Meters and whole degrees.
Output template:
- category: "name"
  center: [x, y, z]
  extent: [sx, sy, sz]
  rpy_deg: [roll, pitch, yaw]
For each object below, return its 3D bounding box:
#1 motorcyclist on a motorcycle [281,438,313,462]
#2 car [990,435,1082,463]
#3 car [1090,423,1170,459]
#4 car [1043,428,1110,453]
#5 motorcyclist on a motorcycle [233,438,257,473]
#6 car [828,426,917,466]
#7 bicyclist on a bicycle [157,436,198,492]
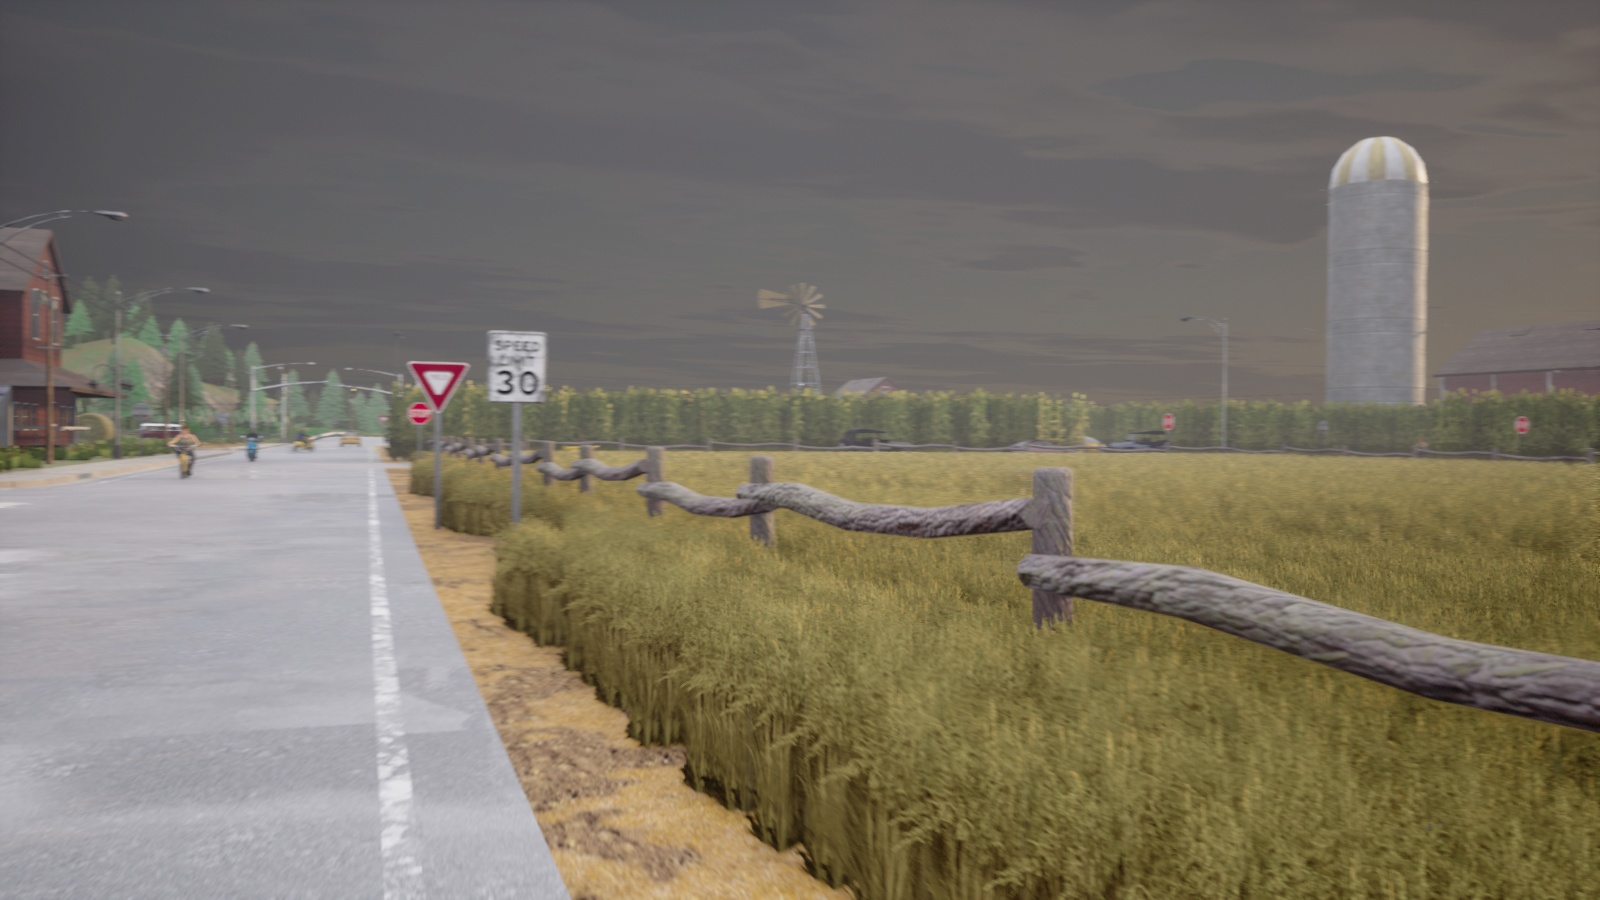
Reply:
- category: "motorcyclist on a motorcycle"
  center: [-34.693, -0.021, 86.649]
  extent: [0.866, 1.590, 1.817]
  rpy_deg: [-2, -1, 30]
- category: "car"
  center: [12.104, -0.067, 64.361]
  extent: [4.181, 1.385, 1.994]
  rpy_deg: [-1, 1, -19]
- category: "car"
  center: [18.187, -0.499, 69.283]
  extent: [3.866, 1.878, 1.905]
  rpy_deg: [-1, 1, -5]
- category: "car"
  center: [18.255, -0.632, 83.177]
  extent: [1.801, 1.575, 5.366]
  rpy_deg: [-1, 1, -19]
- category: "motorcyclist on a motorcycle"
  center: [-25.841, 0.230, 58.504]
  extent: [0.866, 1.590, 1.817]
  rpy_deg: [-1, 1, -19]
- category: "car"
  center: [3.524, -0.190, 61.389]
  extent: [3.866, 1.878, 1.905]
  rpy_deg: [-1, 1, -19]
- category: "bicyclist on a bicycle"
  center: [-18.324, 0.397, 36.978]
  extent: [0.866, 1.612, 1.509]
  rpy_deg: [-1, 1, -19]
